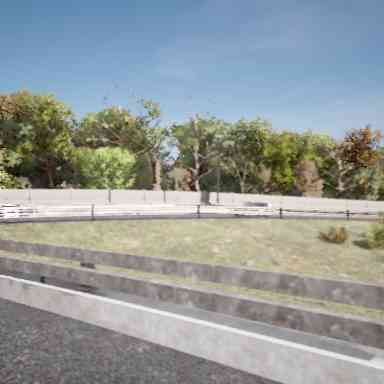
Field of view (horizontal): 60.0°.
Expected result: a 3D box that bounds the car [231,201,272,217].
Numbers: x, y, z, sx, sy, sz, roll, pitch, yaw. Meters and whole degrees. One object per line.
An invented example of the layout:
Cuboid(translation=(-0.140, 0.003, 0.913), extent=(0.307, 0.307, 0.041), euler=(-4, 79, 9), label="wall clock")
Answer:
Cuboid(translation=(7.722, 2.146, 42.945), extent=(5.566, 2.045, 2.150), euler=(3, -2, -24), label="car")
